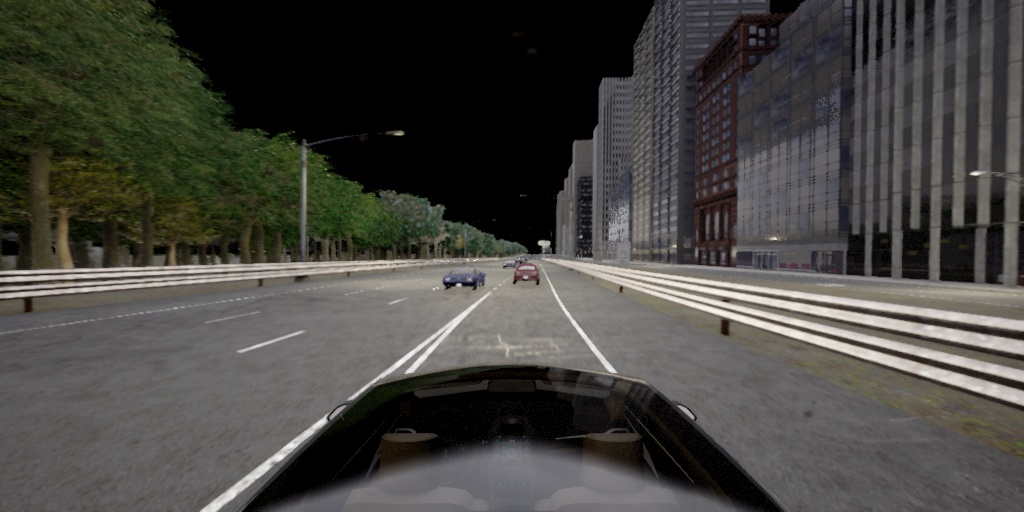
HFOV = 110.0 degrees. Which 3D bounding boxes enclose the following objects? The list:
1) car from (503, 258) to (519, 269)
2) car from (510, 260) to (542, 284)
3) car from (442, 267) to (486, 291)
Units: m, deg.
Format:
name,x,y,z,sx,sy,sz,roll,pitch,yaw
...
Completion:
name,x,y,z,sx,sy,sz,roll,pitch,yaw
car,-0.346,1.362,57.560,1.895,1.301,4.718,1,0,4
car,1.134,1.293,26.998,1.812,1.442,4.674,0,0,4
car,-2.769,1.332,21.968,1.895,1.301,4.718,1,0,4
